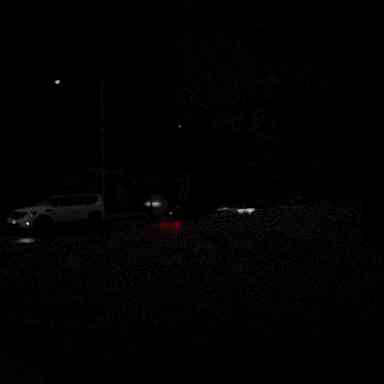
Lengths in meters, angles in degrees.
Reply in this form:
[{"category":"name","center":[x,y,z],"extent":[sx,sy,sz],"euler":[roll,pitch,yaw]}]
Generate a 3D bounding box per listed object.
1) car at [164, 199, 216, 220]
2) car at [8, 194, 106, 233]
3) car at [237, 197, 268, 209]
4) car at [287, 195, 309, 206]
[{"category":"car","center":[-0.047,1.251,25.119],"extent":[2.128,1.511,4.902],"euler":[-2,0,35]},{"category":"car","center":[-7.651,1.151,19.515],"extent":[2.150,2.045,5.566],"euler":[-2,0,36]},{"category":"car","center":[7.582,1.276,40.884],"extent":[2.033,1.411,5.357],"euler":[-2,-1,36]},{"category":"car","center":[14.534,1.167,45.667],"extent":[1.812,1.442,4.674],"euler":[-2,-1,36]}]
